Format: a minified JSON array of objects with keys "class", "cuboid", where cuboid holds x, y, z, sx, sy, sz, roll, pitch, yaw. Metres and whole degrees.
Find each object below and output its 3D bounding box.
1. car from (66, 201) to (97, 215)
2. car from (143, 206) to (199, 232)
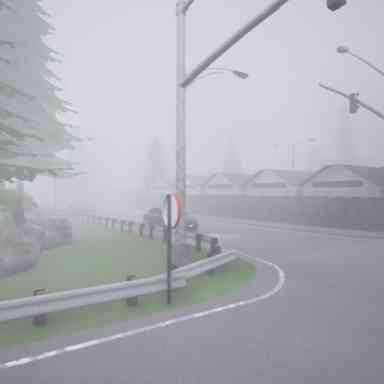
[{"class":"car","cuboid":[-12.108,1.743,36.210,2.033,1.411,5.357,0,0,-36]},{"class":"car","cuboid":[-1.444,1.701,21.041,1.837,1.490,4.892,0,0,-35]}]
